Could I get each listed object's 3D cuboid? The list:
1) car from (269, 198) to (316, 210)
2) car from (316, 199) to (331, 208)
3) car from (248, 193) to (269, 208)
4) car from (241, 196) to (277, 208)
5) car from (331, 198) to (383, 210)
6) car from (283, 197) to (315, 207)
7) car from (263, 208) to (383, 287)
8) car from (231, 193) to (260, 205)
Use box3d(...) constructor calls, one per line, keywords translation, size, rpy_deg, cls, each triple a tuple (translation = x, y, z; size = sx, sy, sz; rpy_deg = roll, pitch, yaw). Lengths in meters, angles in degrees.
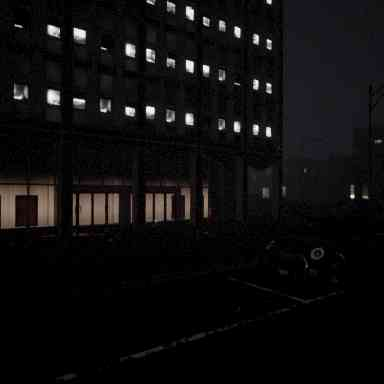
box3d(translation=(11.746, 1.427, 39.188), size=(2.008, 1.369, 4.403), rpy_deg=(1, 0, -35), cls="car")
box3d(translation=(18.544, 1.447, 44.091), size=(1.752, 1.417, 4.829), rpy_deg=(1, 0, -35), cls="car")
box3d(translation=(8.600, 1.168, 43.743), size=(2.192, 1.841, 5.009), rpy_deg=(1, 0, -35), cls="car")
box3d(translation=(9.419, 1.336, 47.101), size=(1.882, 1.535, 5.008), rpy_deg=(0, 1, -34), cls="car")
box3d(translation=(17.856, 1.468, 34.899), size=(2.033, 1.411, 5.357), rpy_deg=(0, 0, -35), cls="car")
box3d(translation=(15.492, 1.481, 48.507), size=(1.802, 1.307, 4.206), rpy_deg=(1, 0, -35), cls="car")
box3d(translation=(3.863, 1.441, 9.316), size=(4.097, 1.590, 1.967), rpy_deg=(0, 0, -36), cls="car")
box3d(translation=(9.197, 1.168, 57.616), size=(2.192, 1.841, 5.009), rpy_deg=(1, 0, -35), cls="car")
